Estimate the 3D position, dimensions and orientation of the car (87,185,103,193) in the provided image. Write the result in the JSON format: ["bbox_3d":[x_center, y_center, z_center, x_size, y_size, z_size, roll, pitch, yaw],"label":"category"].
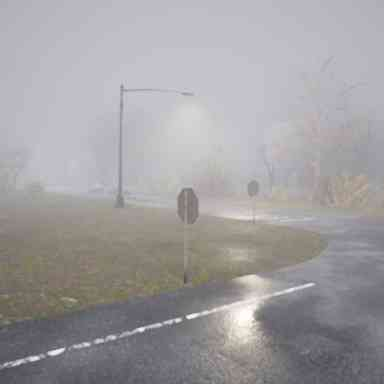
[{"bbox_3d":[-17.415,-0.508,59.997,1.812,1.442,4.674,0,2,-36],"label":"car"}]

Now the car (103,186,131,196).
[{"bbox_3d":[-11.350,-0.150,51.522,2.033,1.411,5.357,0,2,-36],"label":"car"}]
